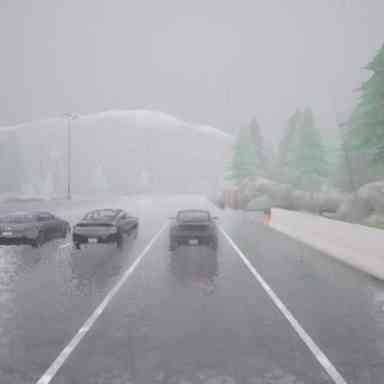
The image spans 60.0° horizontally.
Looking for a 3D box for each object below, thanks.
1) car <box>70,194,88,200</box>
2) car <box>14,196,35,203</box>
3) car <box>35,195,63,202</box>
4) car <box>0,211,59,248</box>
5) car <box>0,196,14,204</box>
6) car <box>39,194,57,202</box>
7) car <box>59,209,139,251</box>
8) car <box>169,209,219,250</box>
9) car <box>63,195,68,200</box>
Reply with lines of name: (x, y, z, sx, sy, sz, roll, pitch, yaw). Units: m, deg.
car: (-24.528, 1.200, 73.138, 2.097, 1.767, 4.553, 0, 0, 0)
car: (-28.047, 1.481, 57.261, 1.895, 1.301, 4.718, 0, 0, 1)
car: (-24.558, 1.406, 57.304, 1.812, 1.442, 4.674, 0, 0, 1)
car: (-6.931, 1.533, 14.557, 1.994, 1.385, 4.181, 0, 0, 0)
car: (-31.546, 1.377, 57.249, 2.128, 1.511, 4.902, 0, 0, 1)
car: (-31.528, 1.323, 73.070, 1.882, 1.535, 5.008, 0, 0, 0)
car: (-3.434, 1.463, 13.970, 2.128, 1.511, 4.902, 0, 0, 0)
car: (0.067, 1.477, 14.062, 1.837, 1.490, 4.892, 0, 1, 0)
car: (-28.028, 1.385, 73.111, 2.033, 1.411, 5.357, 0, 0, 0)
